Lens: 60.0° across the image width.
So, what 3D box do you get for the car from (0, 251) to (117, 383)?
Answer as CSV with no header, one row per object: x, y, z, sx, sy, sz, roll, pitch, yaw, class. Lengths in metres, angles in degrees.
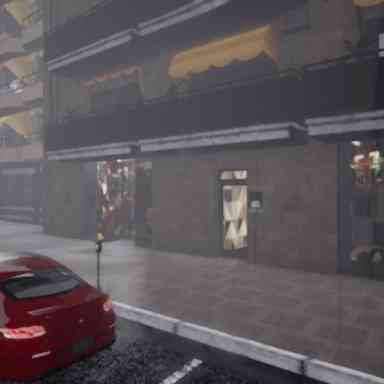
-2.915,1.566,4.959,4.206,1.307,1.802,0,0,36,car
